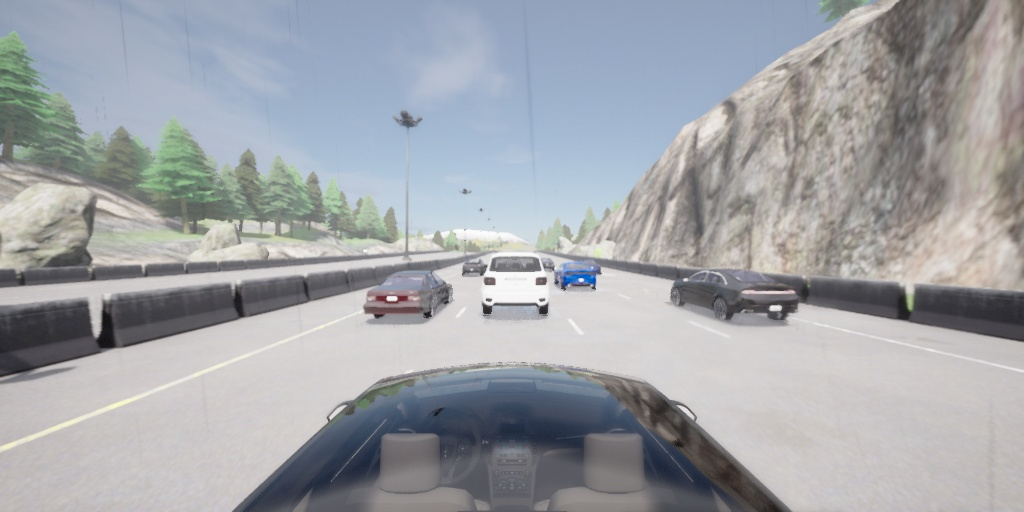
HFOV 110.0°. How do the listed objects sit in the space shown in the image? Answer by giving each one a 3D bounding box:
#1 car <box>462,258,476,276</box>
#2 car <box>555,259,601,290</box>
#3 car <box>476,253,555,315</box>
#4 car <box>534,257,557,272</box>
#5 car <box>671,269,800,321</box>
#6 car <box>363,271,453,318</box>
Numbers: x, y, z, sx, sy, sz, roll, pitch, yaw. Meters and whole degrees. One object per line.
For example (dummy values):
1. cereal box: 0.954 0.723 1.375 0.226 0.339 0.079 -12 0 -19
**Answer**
1. car: -3.382 0.940 32.635 2.128 1.511 4.902 0 1 0
2. car: 3.611 1.078 21.149 1.882 1.535 5.008 0 1 0
3. car: 0.107 0.898 13.322 2.150 2.045 5.566 0 0 0
4. car: 3.622 0.881 39.555 2.033 1.411 5.357 0 1 0
5. car: 7.105 1.179 12.077 2.128 1.511 4.902 0 0 0
6. car: -3.394 1.229 12.656 2.033 1.411 5.357 0 0 0
